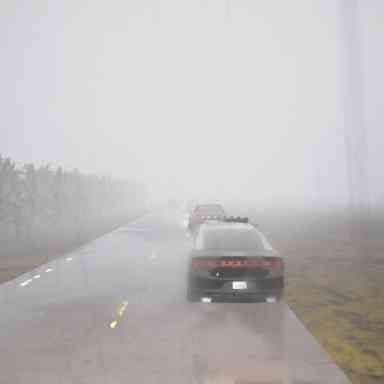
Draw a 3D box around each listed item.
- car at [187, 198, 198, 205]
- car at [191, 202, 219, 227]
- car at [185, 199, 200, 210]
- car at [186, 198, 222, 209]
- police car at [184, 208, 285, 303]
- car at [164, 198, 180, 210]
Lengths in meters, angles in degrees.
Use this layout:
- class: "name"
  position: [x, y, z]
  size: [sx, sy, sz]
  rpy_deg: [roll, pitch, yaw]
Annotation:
- class: "car"
  position: [0.113, 1.773, 63.352]
  size: [1.994, 1.385, 4.181]
  rpy_deg: [0, 0, 0]
- class: "car"
  position: [0.868, 1.542, 24.282]
  size: [1.837, 1.490, 4.892]
  rpy_deg: [0, 0, 0]
- class: "car"
  position: [0.109, 1.671, 46.004]
  size: [2.033, 1.411, 5.357]
  rpy_deg: [0, 0, 1]
- class: "car"
  position: [0.856, 1.371, 18.253]
  size: [2.097, 1.767, 4.553]
  rpy_deg: [0, 0, 0]
- class: "police car"
  position: [0.840, 1.429, 8.391]
  size: [1.930, 1.638, 5.238]
  rpy_deg: [0, 0, 0]
- class: "car"
  position: [-2.668, 1.628, 45.840]
  size: [1.837, 1.490, 4.892]
  rpy_deg: [0, 0, 0]
